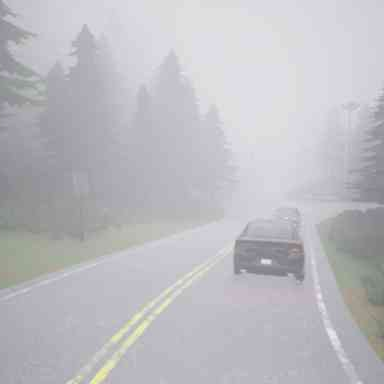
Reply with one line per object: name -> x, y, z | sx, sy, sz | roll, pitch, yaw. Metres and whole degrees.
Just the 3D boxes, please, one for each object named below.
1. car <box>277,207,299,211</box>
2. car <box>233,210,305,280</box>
car -> 6.726, 1.746, 23.457 | 2.033, 1.411, 5.357 | 1, 0, 20
car -> 2.526, 1.582, 10.578 | 1.882, 1.535, 5.008 | 1, 0, 16
